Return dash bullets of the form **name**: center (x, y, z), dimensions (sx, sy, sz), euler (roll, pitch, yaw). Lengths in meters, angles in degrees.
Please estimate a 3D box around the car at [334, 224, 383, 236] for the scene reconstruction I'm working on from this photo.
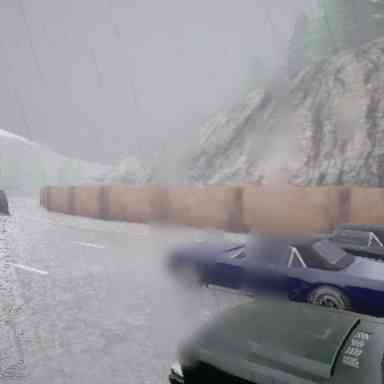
- **car**: center (4.405, 1.577, 9.448), dimensions (4.718, 1.301, 1.895), euler (1, 1, 35)

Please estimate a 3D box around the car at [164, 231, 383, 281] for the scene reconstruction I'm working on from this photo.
- **car**: center (1.704, 1.565, 7.075), dimensions (4.718, 1.301, 1.895), euler (1, 1, 35)

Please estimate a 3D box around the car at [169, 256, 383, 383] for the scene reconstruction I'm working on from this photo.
- **car**: center (2.135, 1.607, 2.468), dimensions (4.718, 1.301, 1.895), euler (1, 1, 35)

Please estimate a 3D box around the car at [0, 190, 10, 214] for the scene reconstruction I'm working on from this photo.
- **car**: center (-17.120, 0.806, 28.586), dimensions (2.150, 2.045, 5.566), euler (-1, 1, -34)
